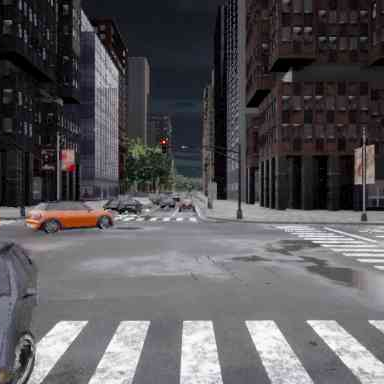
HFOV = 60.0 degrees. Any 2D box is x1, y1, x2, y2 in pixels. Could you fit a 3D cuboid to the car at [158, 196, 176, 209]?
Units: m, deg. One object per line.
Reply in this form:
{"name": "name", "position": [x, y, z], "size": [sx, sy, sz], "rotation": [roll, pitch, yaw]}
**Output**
{"name": "car", "position": [-3.263, 1.626, 46.560], "size": [1.895, 1.301, 4.718], "rotation": [0, 0, 0]}

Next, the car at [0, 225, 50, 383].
{"name": "car", "position": [-3.362, 1.545, 4.981], "size": [2.033, 1.411, 5.357], "rotation": [0, 0, -22]}

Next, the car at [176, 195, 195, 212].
{"name": "car", "position": [-0.563, 1.448, 38.950], "size": [1.967, 1.590, 4.097], "rotation": [0, 0, 0]}

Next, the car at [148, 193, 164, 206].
{"name": "car", "position": [-6.499, 1.268, 55.909], "size": [2.150, 2.045, 5.566], "rotation": [0, 0, -1]}

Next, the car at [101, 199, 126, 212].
{"name": "car", "position": [-9.088, 1.574, 38.907], "size": [1.947, 1.339, 4.313], "rotation": [0, 0, 0]}

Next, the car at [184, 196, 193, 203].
{"name": "car", "position": [-0.736, 1.612, 71.669], "size": [1.752, 1.417, 4.829], "rotation": [0, 0, 0]}

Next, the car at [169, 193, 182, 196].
{"name": "car", "position": [-3.460, 1.569, 73.193], "size": [1.882, 1.535, 5.008], "rotation": [0, 0, 0]}

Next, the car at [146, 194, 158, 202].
{"name": "car", "position": [-9.290, 1.417, 76.889], "size": [2.192, 1.841, 5.009], "rotation": [0, 0, 0]}

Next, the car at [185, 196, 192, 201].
{"name": "car", "position": [-0.852, 1.695, 93.199], "size": [1.887, 1.381, 4.507], "rotation": [0, 0, 0]}

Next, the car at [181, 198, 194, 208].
{"name": "car", "position": [-0.620, 1.614, 49.799], "size": [1.802, 1.307, 4.206], "rotation": [0, 0, 0]}

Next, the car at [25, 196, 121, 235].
{"name": "car", "position": [-6.687, 1.280, 18.634], "size": [2.097, 1.767, 4.553], "rotation": [1, 0, 44]}

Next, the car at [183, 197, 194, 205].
{"name": "car", "position": [-0.678, 1.603, 60.649], "size": [1.887, 1.381, 4.507], "rotation": [0, 0, 0]}

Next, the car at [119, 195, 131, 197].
{"name": "car", "position": [-9.118, 1.335, 44.334], "size": [2.192, 1.841, 5.009], "rotation": [0, 0, 0]}

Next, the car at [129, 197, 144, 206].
{"name": "car", "position": [-9.173, 1.570, 55.015], "size": [1.752, 1.417, 4.829], "rotation": [0, 0, 0]}

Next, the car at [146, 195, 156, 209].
{"name": "car", "position": [-6.455, 1.548, 45.266], "size": [1.812, 1.442, 4.674], "rotation": [0, 0, 0]}

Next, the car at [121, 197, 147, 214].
{"name": "car", "position": [-6.402, 1.547, 35.040], "size": [2.033, 1.411, 5.357], "rotation": [0, 0, 0]}
